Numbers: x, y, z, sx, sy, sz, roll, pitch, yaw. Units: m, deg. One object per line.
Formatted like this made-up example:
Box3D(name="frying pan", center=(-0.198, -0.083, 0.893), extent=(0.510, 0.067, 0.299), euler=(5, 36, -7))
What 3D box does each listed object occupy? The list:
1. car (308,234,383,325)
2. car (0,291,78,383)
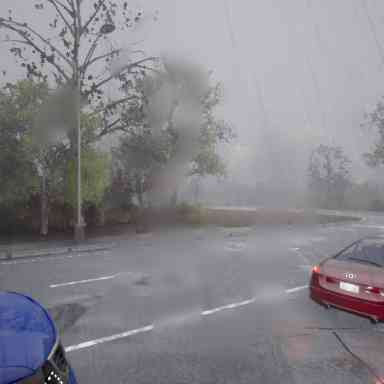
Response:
Box3D(name="car", center=(4.275, 1.564, 6.717), extent=(4.181, 1.385, 1.994), euler=(0, 0, -35))
Box3D(name="car", center=(-3.350, 1.222, 1.330), extent=(5.566, 2.045, 2.150), euler=(0, 0, -36))
